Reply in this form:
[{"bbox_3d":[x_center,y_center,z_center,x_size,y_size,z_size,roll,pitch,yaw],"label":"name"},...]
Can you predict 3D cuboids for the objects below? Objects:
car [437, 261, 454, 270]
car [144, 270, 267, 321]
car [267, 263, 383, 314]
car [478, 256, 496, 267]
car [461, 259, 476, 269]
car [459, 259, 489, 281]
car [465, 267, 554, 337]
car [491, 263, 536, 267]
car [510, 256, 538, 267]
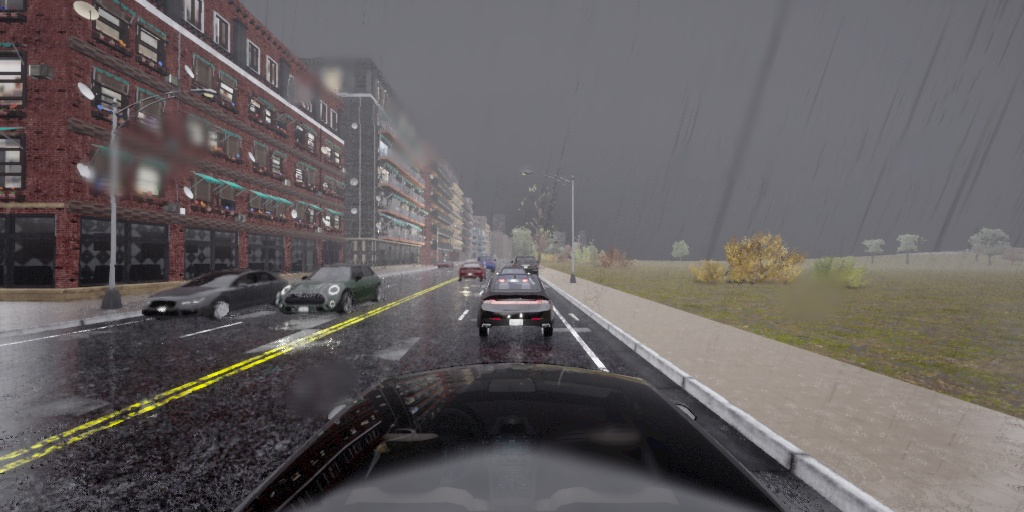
[{"bbox_3d":[-9.944,1.353,53.966,1.895,1.301,4.718,0,0,0],"label":"car"},{"bbox_3d":[-9.870,1.256,12.552,1.837,1.490,4.892,0,0,0],"label":"car"},{"bbox_3d":[-6.622,1.104,13.629,2.097,1.767,4.553,0,0,0],"label":"car"},{"bbox_3d":[-3.237,0.975,44.857,2.150,2.045,5.566,0,0,0],"label":"car"},{"bbox_3d":[-6.697,1.278,55.676,1.812,1.442,4.674,0,0,0],"label":"car"},{"bbox_3d":[-3.203,1.231,29.881,1.882,1.535,5.008,0,0,0],"label":"car"},{"bbox_3d":[0.085,1.243,10.300,2.128,1.511,4.902,0,0,0],"label":"car"},{"bbox_3d":[0.068,1.300,20.740,2.033,1.411,5.357,0,0,0],"label":"car"},{"bbox_3d":[1.082,0.979,30.952,2.150,2.045,5.566,0,0,0],"label":"car"}]
